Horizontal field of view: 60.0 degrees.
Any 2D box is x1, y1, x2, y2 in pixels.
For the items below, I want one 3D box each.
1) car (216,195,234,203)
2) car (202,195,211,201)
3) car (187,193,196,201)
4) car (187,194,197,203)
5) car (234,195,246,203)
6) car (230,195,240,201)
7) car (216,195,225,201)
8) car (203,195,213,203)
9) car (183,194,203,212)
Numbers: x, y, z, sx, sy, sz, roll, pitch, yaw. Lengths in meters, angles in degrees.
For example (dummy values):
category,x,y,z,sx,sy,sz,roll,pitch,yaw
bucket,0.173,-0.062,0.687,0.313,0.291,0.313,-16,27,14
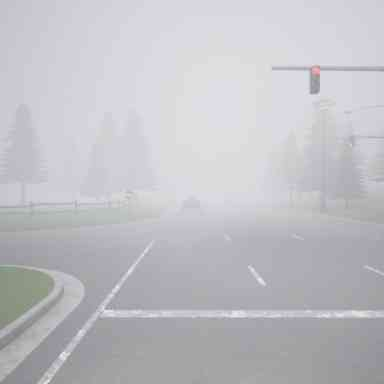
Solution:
category,x,y,z,sx,sy,sz,roll,pitch,yaw
car,6.930,1.531,70.364,2.033,1.411,5.357,0,0,0
car,3.420,1.428,80.810,1.895,1.301,4.718,0,0,0
car,-0.080,1.188,80.746,2.097,1.767,4.553,0,0,0
car,-0.070,1.348,70.743,2.097,1.767,4.553,0,0,0
car,10.430,1.517,70.784,1.812,1.442,4.674,0,0,0
car,10.420,1.385,80.787,1.994,1.385,4.181,0,0,0
car,6.920,1.385,80.783,1.994,1.385,4.181,0,0,0
car,3.430,1.545,70.777,1.994,1.385,4.181,0,0,0
car,-0.039,1.352,39.706,2.097,1.767,4.553,0,0,0
